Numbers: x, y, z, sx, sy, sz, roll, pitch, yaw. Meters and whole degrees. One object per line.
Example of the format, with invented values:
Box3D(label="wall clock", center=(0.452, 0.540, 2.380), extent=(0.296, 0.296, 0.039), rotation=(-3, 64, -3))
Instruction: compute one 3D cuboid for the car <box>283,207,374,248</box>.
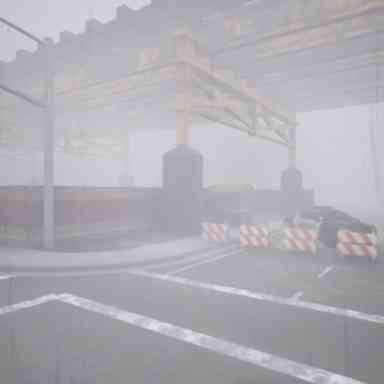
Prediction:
Box3D(label="car", center=(6.032, 1.455, 14.840), extent=(2.038, 1.542, 4.974), rotation=(0, 0, -11))

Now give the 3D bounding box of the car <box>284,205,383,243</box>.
Box3D(label="car", center=(6.022, 1.298, 14.891), extent=(1.853, 1.218, 4.536), rotation=(0, 0, -11))

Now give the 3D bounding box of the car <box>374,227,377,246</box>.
Box3D(label="car", center=(9.790, 1.452, 12.173), extent=(4.974, 1.542, 2.038), rotation=(0, 0, -1))
